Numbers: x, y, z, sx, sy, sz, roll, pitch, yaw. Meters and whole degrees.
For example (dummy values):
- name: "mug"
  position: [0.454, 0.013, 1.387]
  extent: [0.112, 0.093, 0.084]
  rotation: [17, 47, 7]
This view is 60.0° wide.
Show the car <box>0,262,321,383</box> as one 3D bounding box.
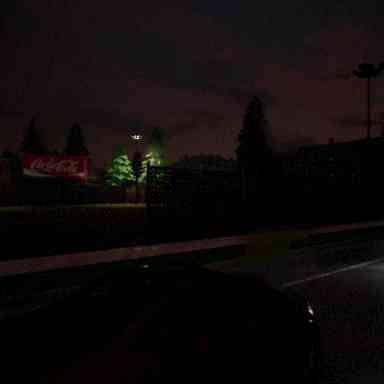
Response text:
- name: "car"
  position: [-0.437, 1.564, 3.664]
  extent: [4.181, 1.385, 1.994]
  rotation: [0, 0, -38]
